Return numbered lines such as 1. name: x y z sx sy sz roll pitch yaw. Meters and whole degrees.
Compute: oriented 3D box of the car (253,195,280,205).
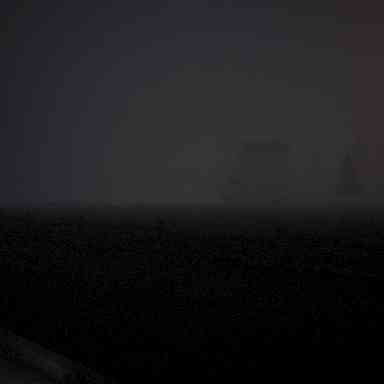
1. car: 12.695 1.428 57.012 4.605 1.855 1.932 -1 0 35
